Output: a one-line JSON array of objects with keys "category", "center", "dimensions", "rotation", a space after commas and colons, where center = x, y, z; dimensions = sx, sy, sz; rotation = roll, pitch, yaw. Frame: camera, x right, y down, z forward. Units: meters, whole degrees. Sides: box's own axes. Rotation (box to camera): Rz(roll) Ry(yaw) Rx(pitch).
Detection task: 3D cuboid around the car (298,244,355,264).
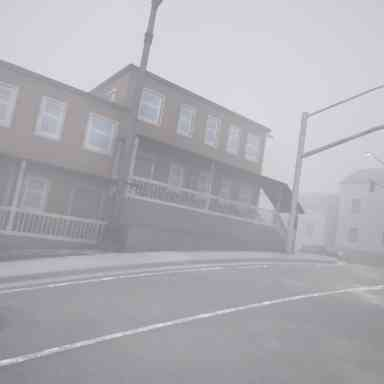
[{"category": "car", "center": [10.991, 5.206, 27.597], "dimensions": [2.097, 1.767, 4.553], "rotation": [14, -16, -34]}]
